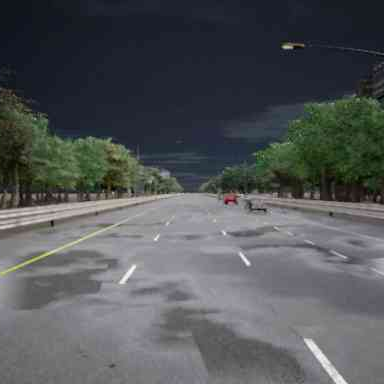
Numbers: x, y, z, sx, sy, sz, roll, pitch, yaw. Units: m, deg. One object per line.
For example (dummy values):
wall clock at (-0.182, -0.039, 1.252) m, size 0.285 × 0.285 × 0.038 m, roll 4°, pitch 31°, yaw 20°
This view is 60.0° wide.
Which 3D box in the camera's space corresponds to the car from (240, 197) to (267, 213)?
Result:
car at (7.054, 1.548, 37.266) m, size 2.033 × 1.411 × 5.357 m, roll 0°, pitch 0°, yaw 0°

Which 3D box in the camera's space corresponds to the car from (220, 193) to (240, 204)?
car at (7.095, 1.223, 62.194) m, size 2.150 × 2.045 × 5.566 m, roll 0°, pitch 0°, yaw 0°
